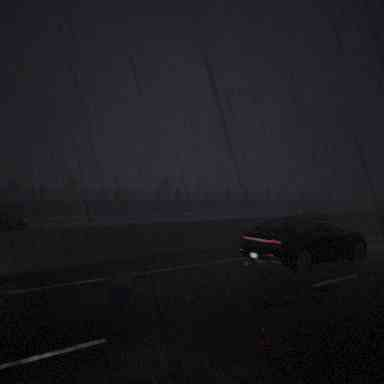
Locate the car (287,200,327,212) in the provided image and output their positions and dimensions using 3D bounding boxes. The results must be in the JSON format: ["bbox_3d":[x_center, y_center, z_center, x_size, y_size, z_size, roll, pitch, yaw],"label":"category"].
[{"bbox_3d":[11.671,1.567,33.715,4.553,1.767,2.097,1,0,-35],"label":"car"}]

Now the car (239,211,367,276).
[{"bbox_3d":[3.689,1.559,10.645,4.902,1.511,2.128,1,0,-35],"label":"car"}]

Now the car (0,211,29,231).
[{"bbox_3d":[-9.708,1.489,14.264,4.902,1.511,2.128,1,0,-35],"label":"car"}]
